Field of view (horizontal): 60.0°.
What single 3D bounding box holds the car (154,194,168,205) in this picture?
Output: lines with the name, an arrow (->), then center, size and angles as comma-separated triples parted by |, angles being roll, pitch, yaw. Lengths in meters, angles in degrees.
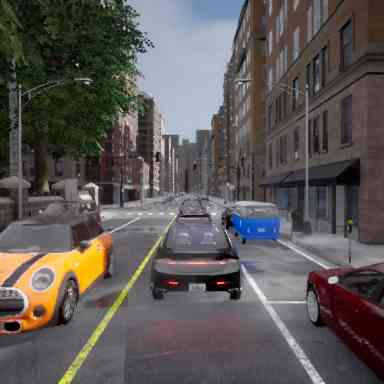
car -> -5.691, 1.479, 58.945 | 1.752, 1.417, 4.829 | 0, 0, 0

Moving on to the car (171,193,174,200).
car -> -5.697, 1.491, 75.468 | 1.887, 1.381, 4.507 | 0, 0, 0

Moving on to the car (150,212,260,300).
car -> 0.097, 1.490, 8.370 | 2.128, 1.511, 4.902 | 0, 0, 0

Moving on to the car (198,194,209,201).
car -> 2.827, 1.386, 75.506 | 1.967, 1.590, 4.097 | 0, 0, 0

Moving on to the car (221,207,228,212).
car -> 2.848, 1.557, 21.130 | 1.947, 1.339, 4.313 | 0, 0, 0

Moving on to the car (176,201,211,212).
car -> 0.092, 1.485, 18.309 | 2.128, 1.511, 4.902 | 0, 0, 0

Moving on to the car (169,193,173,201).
car -> -5.695, 1.492, 70.017 | 1.887, 1.381, 4.507 | 0, 0, 0

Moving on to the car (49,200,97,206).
car -> -5.676, 1.310, 15.426 | 2.192, 1.841, 5.009 | 0, 0, 0

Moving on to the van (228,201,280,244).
van -> 2.849, 1.336, 15.469 | 1.690, 1.788, 3.998 | 0, 0, 0

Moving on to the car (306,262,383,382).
car -> 2.853, 1.544, 4.149 | 1.887, 1.381, 4.507 | 0, 0, 0

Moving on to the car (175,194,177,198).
car -> -5.701, 1.495, 86.369 | 2.008, 1.369, 4.403 | 0, 0, 0

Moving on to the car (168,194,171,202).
car -> -5.693, 1.501, 64.566 | 2.008, 1.369, 4.403 | 0, 0, 0

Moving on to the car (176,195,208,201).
car -> -0.011, 1.338, 27.486 | 2.097, 1.767, 4.553 | 0, 0, 0

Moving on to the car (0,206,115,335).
car -> -3.099, 1.350, 7.029 | 2.097, 1.767, 4.553 | 0, 0, 0
